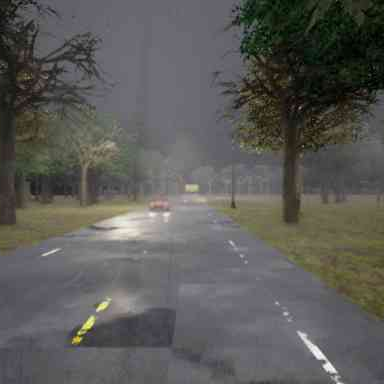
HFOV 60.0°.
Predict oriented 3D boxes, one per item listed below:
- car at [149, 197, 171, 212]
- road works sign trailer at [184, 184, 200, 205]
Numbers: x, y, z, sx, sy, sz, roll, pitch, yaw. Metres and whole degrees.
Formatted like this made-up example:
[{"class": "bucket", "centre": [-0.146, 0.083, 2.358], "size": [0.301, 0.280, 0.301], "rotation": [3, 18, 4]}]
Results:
[{"class": "car", "centre": [-3.596, 1.328, 38.052], "size": [2.097, 1.767, 4.553], "rotation": [0, 0, 0]}, {"class": "road works sign trailer", "centre": [-0.008, 0.369, 56.505], "size": [2.380, 3.560, 2.880], "rotation": [0, 0, 0]}]
